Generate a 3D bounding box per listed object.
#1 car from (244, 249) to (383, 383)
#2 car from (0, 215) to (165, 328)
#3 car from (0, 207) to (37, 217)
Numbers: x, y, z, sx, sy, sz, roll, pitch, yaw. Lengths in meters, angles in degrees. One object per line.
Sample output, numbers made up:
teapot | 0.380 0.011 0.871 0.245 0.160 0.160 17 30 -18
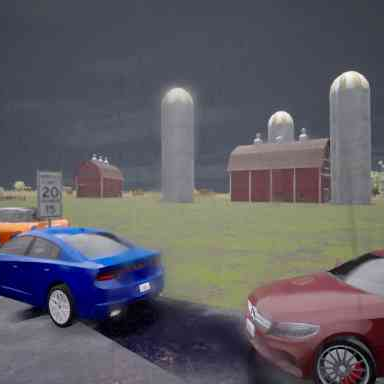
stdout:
car | 3.080 1.557 4.636 4.674 1.442 1.812 1 0 -7
car | -2.892 1.480 7.054 5.008 1.535 1.882 0 0 33
car | -6.924 1.365 12.897 4.553 1.767 2.097 0 0 24
